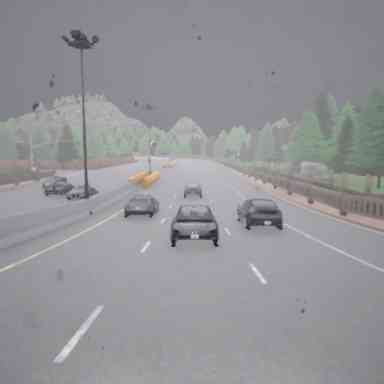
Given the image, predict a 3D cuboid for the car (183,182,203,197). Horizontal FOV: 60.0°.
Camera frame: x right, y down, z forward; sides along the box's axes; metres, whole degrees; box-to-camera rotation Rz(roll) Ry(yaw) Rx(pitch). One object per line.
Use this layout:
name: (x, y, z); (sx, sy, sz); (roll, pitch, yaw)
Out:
car: (0.098, -0.372, 35.323); (1.812, 1.442, 4.674); (0, 7, 0)

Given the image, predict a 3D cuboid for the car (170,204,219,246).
car: (0.098, 1.266, 14.121); (2.128, 1.511, 4.902); (0, 2, 0)

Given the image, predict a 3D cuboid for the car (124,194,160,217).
car: (-3.402, 0.850, 23.046); (1.994, 1.385, 4.181); (0, 4, 0)

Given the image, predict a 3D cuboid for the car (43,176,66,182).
car: (-17.554, -1.323, 42.811); (2.128, 1.511, 4.902); (0, 7, 0)

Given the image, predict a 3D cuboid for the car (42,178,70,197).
car: (-14.089, -0.343, 35.700); (1.895, 1.301, 4.718); (0, 7, 0)

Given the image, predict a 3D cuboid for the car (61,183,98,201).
car: (-10.589, 0.021, 32.217); (1.994, 1.385, 4.181); (0, 6, 0)

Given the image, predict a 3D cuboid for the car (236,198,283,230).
car: (3.598, 1.097, 18.233); (1.837, 1.490, 4.892); (0, 3, 0)
